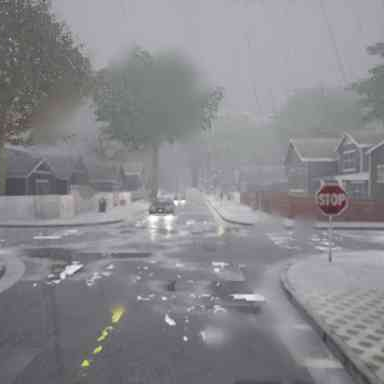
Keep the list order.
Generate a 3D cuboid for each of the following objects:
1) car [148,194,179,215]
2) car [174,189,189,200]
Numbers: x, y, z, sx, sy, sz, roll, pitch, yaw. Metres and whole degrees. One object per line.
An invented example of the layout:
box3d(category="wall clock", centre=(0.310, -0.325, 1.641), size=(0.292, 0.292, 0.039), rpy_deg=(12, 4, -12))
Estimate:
box3d(category="car", centre=(-2.418, 1.174, 27.615), size=(1.994, 1.385, 4.181), rpy_deg=(0, 1, 1))
box3d(category="car", centre=(-2.052, 0.581, 57.531), size=(2.128, 1.511, 4.902), rpy_deg=(0, 1, 1))
